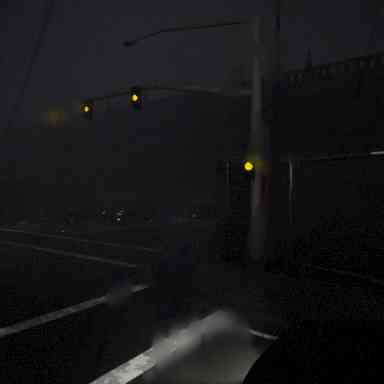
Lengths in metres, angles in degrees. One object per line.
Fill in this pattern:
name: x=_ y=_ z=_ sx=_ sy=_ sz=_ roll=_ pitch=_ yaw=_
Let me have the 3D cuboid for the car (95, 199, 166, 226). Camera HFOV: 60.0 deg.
car: x=-4.402 y=1.407 z=24.447 sx=2.097 sy=1.767 sz=4.553 roll=0 pitch=0 yaw=35

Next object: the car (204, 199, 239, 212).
car: x=3.810 y=1.603 z=42.025 sx=2.033 sy=1.411 sz=5.357 roll=0 pitch=0 yaw=35

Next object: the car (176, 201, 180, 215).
car: x=0.945 y=1.533 z=31.964 sx=1.882 sy=1.535 sz=5.008 roll=0 pitch=0 yaw=35

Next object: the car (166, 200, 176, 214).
car: x=-2.680 y=1.533 z=32.909 sx=1.882 sy=1.535 sz=5.008 roll=0 pitch=0 yaw=35

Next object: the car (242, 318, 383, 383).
car: x=2.931 y=1.547 z=1.876 sx=5.357 sy=1.411 sz=2.033 roll=0 pitch=0 yaw=36

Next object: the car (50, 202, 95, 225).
car: x=-8.188 y=1.533 z=25.166 sx=1.882 sy=1.535 sz=5.008 roll=0 pitch=0 yaw=35

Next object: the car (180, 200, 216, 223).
car: x=1.562 y=1.547 z=26.450 sx=2.128 sy=1.511 sz=4.902 roll=0 pitch=0 yaw=35
